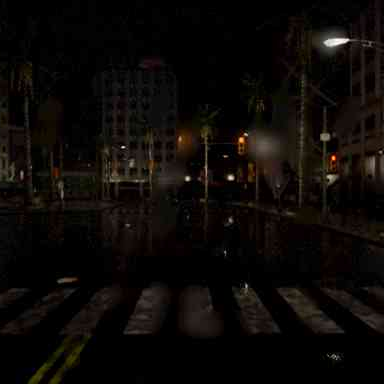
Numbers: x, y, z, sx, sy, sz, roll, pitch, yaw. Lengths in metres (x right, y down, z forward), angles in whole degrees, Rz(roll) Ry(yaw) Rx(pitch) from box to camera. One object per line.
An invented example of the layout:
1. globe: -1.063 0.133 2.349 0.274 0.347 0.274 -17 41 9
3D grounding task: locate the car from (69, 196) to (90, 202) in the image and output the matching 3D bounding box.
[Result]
1. car: -24.725 1.483 73.288 4.718 1.301 1.895 0 0 28

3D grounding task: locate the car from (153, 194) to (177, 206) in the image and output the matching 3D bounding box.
1. car: -4.291 1.230 53.356 2.097 1.767 4.553 0 0 -37
